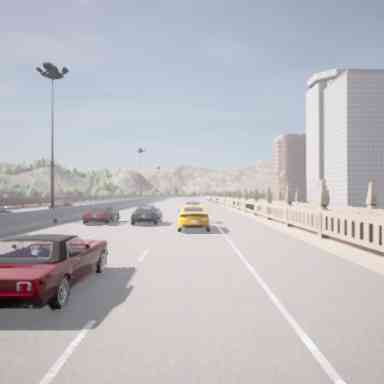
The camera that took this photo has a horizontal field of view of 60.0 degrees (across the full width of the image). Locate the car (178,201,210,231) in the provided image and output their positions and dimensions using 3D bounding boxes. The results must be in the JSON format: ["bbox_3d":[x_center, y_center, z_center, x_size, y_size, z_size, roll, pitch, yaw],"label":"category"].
[{"bbox_3d":[0.108,1.565,21.353,1.882,1.535,5.008,0,0,0],"label":"car"}]

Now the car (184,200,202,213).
[{"bbox_3d":[0.117,1.760,41.025,1.994,1.385,4.181,0,0,0],"label":"car"}]

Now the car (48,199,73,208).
[{"bbox_3d":[-17.516,1.743,44.702,1.812,1.442,4.674,0,0,1],"label":"car"}]

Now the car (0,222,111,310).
[{"bbox_3d":[-3.398,1.629,7.822,1.895,1.301,4.718,0,0,0],"label":"car"}]

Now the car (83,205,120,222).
[{"bbox_3d":[-6.890,1.672,25.608,1.994,1.385,4.181,0,0,0],"label":"car"}]

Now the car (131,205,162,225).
[{"bbox_3d":[-3.390,1.670,25.352,1.994,1.385,4.181,0,0,0],"label":"car"}]

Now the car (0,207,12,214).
[{"bbox_3d":[-14.077,1.693,22.553,1.895,1.301,4.718,0,0,0],"label":"car"}]
